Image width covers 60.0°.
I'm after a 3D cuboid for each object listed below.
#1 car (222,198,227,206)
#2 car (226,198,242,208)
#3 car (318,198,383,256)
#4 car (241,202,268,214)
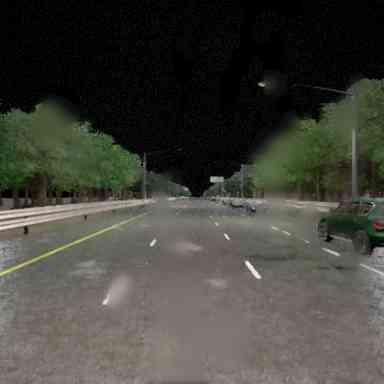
[{"bbox_3d":[7.280,2.069,69.007,2.128,1.511,4.902,0,-1,0],"label":"car"},{"bbox_3d":[7.173,1.922,53.782,1.994,1.385,4.181,0,-1,0],"label":"car"},{"bbox_3d":[7.013,1.240,13.291,2.150,2.045,5.566,0,0,0],"label":"car"},{"bbox_3d":[7.086,1.767,37.210,1.895,1.301,4.718,0,-1,0],"label":"car"}]
